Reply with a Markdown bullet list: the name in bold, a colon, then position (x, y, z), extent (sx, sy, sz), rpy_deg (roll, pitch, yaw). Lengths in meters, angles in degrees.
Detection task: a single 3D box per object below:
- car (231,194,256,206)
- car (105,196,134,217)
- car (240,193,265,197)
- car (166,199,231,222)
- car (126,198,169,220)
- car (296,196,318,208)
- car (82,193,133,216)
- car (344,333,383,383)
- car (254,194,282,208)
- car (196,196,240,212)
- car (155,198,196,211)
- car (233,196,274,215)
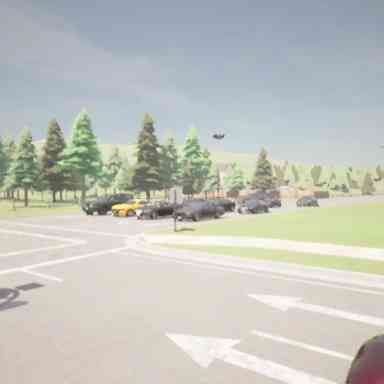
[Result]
- **car**: position (8.555, 1.292, 54.972), extent (2.097, 1.767, 4.553), rpy_deg (0, 0, 37)
- **car**: position (-5.116, 1.427, 30.502), extent (1.882, 1.535, 5.008), rpy_deg (0, 0, 36)
- **car**: position (9.649, 1.173, 50.579), extent (2.150, 2.045, 5.566), rpy_deg (0, 0, 36)
- **car**: position (0.659, 1.513, 26.540), extent (2.033, 1.411, 5.357), rpy_deg (0, 0, 36)
- **car**: position (-2.728, 1.449, 27.842), extent (2.128, 1.511, 4.902), rpy_deg (0, 0, 36)
- **car**: position (16.765, 1.317, 48.415), extent (2.097, 1.767, 4.553), rpy_deg (0, 0, 37)
- **car**: position (-7.946, 1.163, 32.559), extent (2.150, 2.045, 5.566), rpy_deg (0, 0, 36)
- **car**: position (3.034, 1.565, 1.824), extent (4.181, 1.385, 1.994), rpy_deg (0, 0, 36)
- **car**: position (10.930, 1.447, 46.426), extent (2.128, 1.511, 4.902), rpy_deg (0, 0, 36)
- **car**: position (2.839, 1.435, 35.418), extent (1.882, 1.535, 5.008), rpy_deg (0, 0, 36)
- **car**: position (-1.921, 1.488, 40.760), extent (2.033, 1.411, 5.357), rpy_deg (0, 0, 36)
- **car**: position (6.398, 1.491, 34.333), extent (1.812, 1.442, 4.674), rpy_deg (0, 0, 36)
